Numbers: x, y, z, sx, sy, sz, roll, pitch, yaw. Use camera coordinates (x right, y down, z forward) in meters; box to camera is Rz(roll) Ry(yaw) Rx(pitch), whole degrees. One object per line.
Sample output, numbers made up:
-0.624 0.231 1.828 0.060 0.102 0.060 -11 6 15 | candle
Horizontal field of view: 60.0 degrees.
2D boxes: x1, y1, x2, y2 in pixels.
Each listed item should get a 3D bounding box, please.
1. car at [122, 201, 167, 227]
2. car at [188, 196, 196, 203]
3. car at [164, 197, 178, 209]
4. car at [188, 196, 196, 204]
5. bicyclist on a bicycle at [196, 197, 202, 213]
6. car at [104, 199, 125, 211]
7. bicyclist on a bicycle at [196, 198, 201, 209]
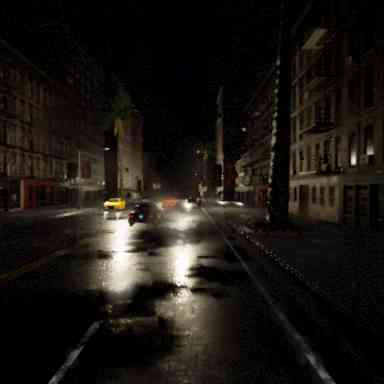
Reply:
-3.156 1.579 23.110 2.033 1.411 5.357 0 0 0 | car
-0.025 1.845 83.597 2.128 1.511 4.902 0 0 0 | car
-3.165 1.491 49.105 2.097 1.767 4.553 0 0 0 | car
-0.022 1.804 72.858 2.128 1.511 4.902 0 0 0 | car
0.883 1.538 37.219 0.582 1.620 1.656 0 -1 0 | bicyclist on a bicycle
-9.844 1.586 42.799 1.882 1.535 5.008 0 0 0 | car
0.880 1.578 46.211 0.582 1.620 1.656 0 -1 0 | bicyclist on a bicycle
